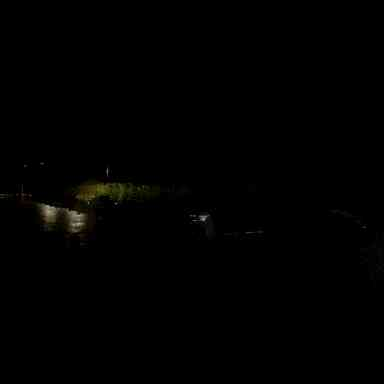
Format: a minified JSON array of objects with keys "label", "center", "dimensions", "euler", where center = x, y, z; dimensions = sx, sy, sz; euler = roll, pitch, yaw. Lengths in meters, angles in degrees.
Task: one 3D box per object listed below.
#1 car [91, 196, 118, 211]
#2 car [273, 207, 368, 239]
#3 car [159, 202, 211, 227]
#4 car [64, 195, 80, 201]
[{"label":"car","center":[-10.260,1.243,38.583],"dimensions":[2.097,1.767,4.553],"euler":[1,0,-32]},{"label":"car","center":[6.895,1.590,18.373],"dimensions":[1.882,1.535,5.008],"euler":[-3,2,-45]},{"label":"car","center":[-0.565,1.490,23.310],"dimensions":[2.128,1.511,4.902],"euler":[1,0,-32]},{"label":"car","center":[-18.940,1.039,52.416],"dimensions":[1.812,1.442,4.674],"euler":[1,0,-32]}]
